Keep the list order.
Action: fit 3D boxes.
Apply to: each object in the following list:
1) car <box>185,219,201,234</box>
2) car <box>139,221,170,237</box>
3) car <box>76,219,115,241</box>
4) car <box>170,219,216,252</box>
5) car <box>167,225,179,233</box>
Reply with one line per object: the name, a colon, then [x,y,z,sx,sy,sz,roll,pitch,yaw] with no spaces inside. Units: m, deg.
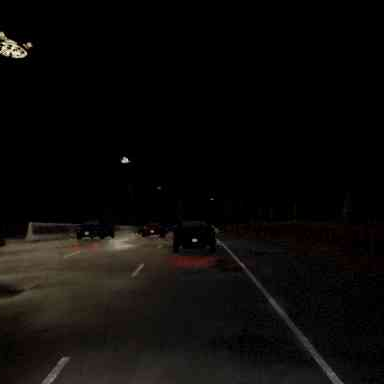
car: [0.125,5.077,48.577,2.150,2.045,5.566,0,-6,0]
car: [-3.384,3.419,30.635,1.812,1.442,4.674,0,-6,0]
car: [-6.887,2.722,24.078,1.812,1.442,4.674,0,-5,0]
car: [0.109,2.067,16.636,1.882,1.535,5.008,0,-4,0]
car: [-3.365,6.480,58.634,1.812,1.442,4.674,0,-6,0]
